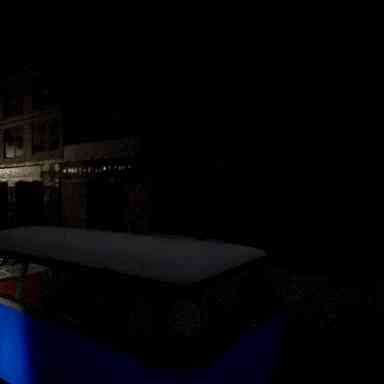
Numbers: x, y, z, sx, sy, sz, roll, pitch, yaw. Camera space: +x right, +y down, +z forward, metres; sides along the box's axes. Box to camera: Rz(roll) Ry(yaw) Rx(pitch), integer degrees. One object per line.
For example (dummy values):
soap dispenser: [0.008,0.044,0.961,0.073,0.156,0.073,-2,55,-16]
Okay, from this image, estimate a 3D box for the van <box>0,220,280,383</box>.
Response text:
van: [-1.065,1.342,3.634,3.998,1.788,1.690,0,0,35]

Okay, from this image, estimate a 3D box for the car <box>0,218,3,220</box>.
car: [-5.470,1.317,6.769,5.009,1.841,2.192,0,0,35]
